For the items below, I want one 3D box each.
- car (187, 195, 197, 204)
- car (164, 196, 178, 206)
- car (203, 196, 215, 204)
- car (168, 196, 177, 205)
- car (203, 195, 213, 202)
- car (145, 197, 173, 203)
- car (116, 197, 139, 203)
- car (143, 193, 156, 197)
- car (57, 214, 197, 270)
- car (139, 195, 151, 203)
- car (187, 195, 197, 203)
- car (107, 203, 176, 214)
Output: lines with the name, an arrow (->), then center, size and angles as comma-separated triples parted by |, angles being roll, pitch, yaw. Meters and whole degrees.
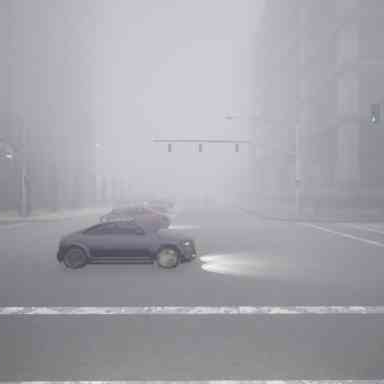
car -> 0.004, 1.492, 64.289 | 2.128, 1.511, 4.902 | 0, 0, 0
car -> -3.580, 1.492, 57.071 | 2.128, 1.511, 4.902 | 0, 0, 0
car -> 3.504, 1.492, 64.601 | 2.128, 1.511, 4.902 | 0, 0, 0
car -> -3.596, 1.478, 46.708 | 1.882, 1.535, 5.008 | 0, 0, 0
car -> 3.504, 1.508, 73.676 | 1.812, 1.442, 4.674 | 0, 0, 0
car -> -3.598, 1.547, 37.062 | 2.033, 1.411, 5.357 | 0, 0, 0
car -> -7.098, 1.505, 34.893 | 1.837, 1.490, 4.892 | 0, 0, 0
car -> -7.085, 1.221, 54.661 | 2.150, 2.045, 5.566 | 0, 0, 0
car -> -1.947, 1.536, 10.395 | 4.181, 1.385, 1.994 | 0, 0, -1
car -> -7.095, 1.505, 44.297 | 1.837, 1.490, 4.892 | 0, 0, 0
car -> 0.004, 1.509, 73.676 | 2.128, 1.511, 4.902 | 0, 0, 0
car -> -3.248, 1.534, 19.009 | 1.994, 1.385, 4.181 | 0, 0, 42
